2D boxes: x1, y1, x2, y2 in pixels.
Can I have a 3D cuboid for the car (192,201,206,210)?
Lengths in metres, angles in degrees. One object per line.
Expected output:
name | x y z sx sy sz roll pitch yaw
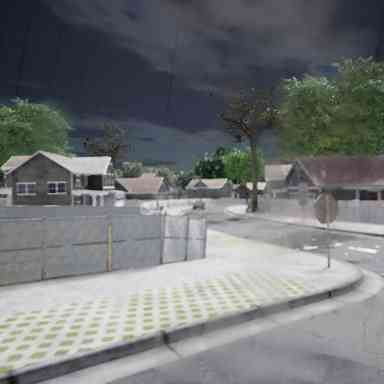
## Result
car | 1.202 2.206 55.489 1.837 1.490 4.892 -1 -1 8
